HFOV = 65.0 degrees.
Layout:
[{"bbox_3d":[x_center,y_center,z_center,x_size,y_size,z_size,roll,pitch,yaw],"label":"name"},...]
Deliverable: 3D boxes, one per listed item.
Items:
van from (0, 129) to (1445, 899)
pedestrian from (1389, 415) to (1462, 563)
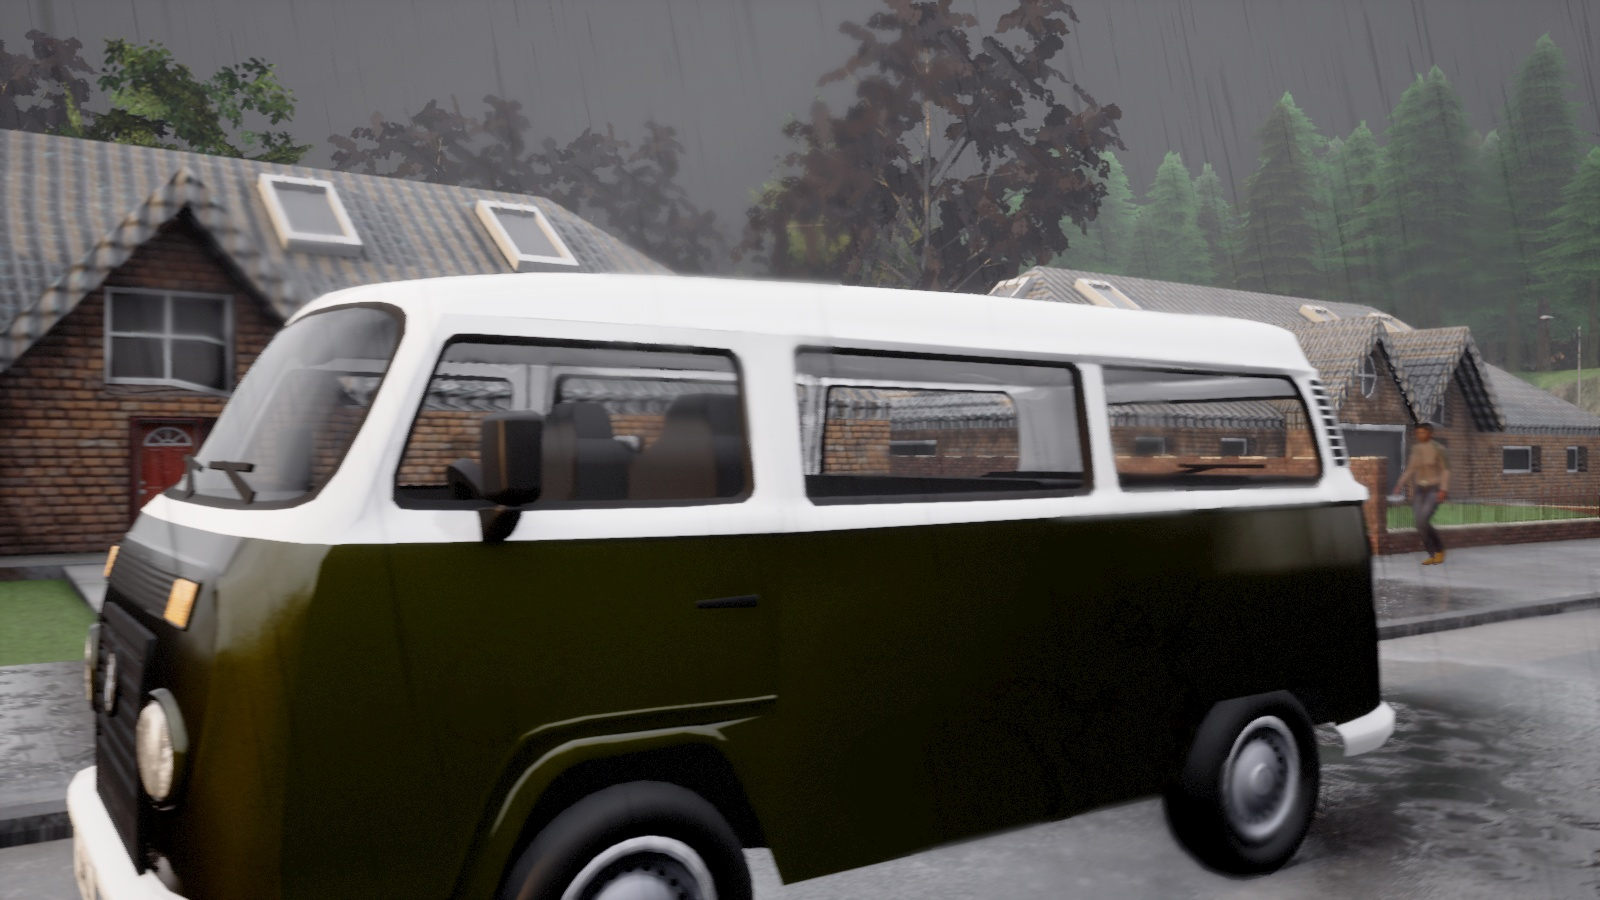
[{"bbox_3d":[-0.029,0.479,4.249,4.480,2.038,2.069,0,0,-35],"label":"van"},{"bbox_3d":[7.764,0.477,15.590,0.869,1.805,0.328,0,0,-25],"label":"pedestrian"}]
